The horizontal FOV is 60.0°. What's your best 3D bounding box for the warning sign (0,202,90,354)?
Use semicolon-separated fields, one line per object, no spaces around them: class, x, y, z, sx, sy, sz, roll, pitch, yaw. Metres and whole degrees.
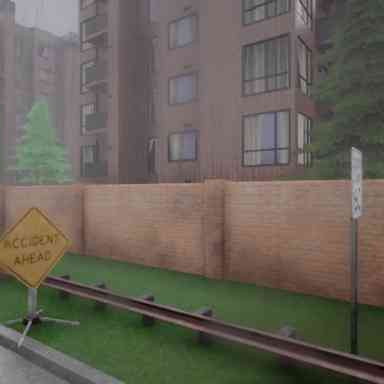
warning sign;-2.420;1.114;5.042;1.060;1.860;1.300;0;0;36
